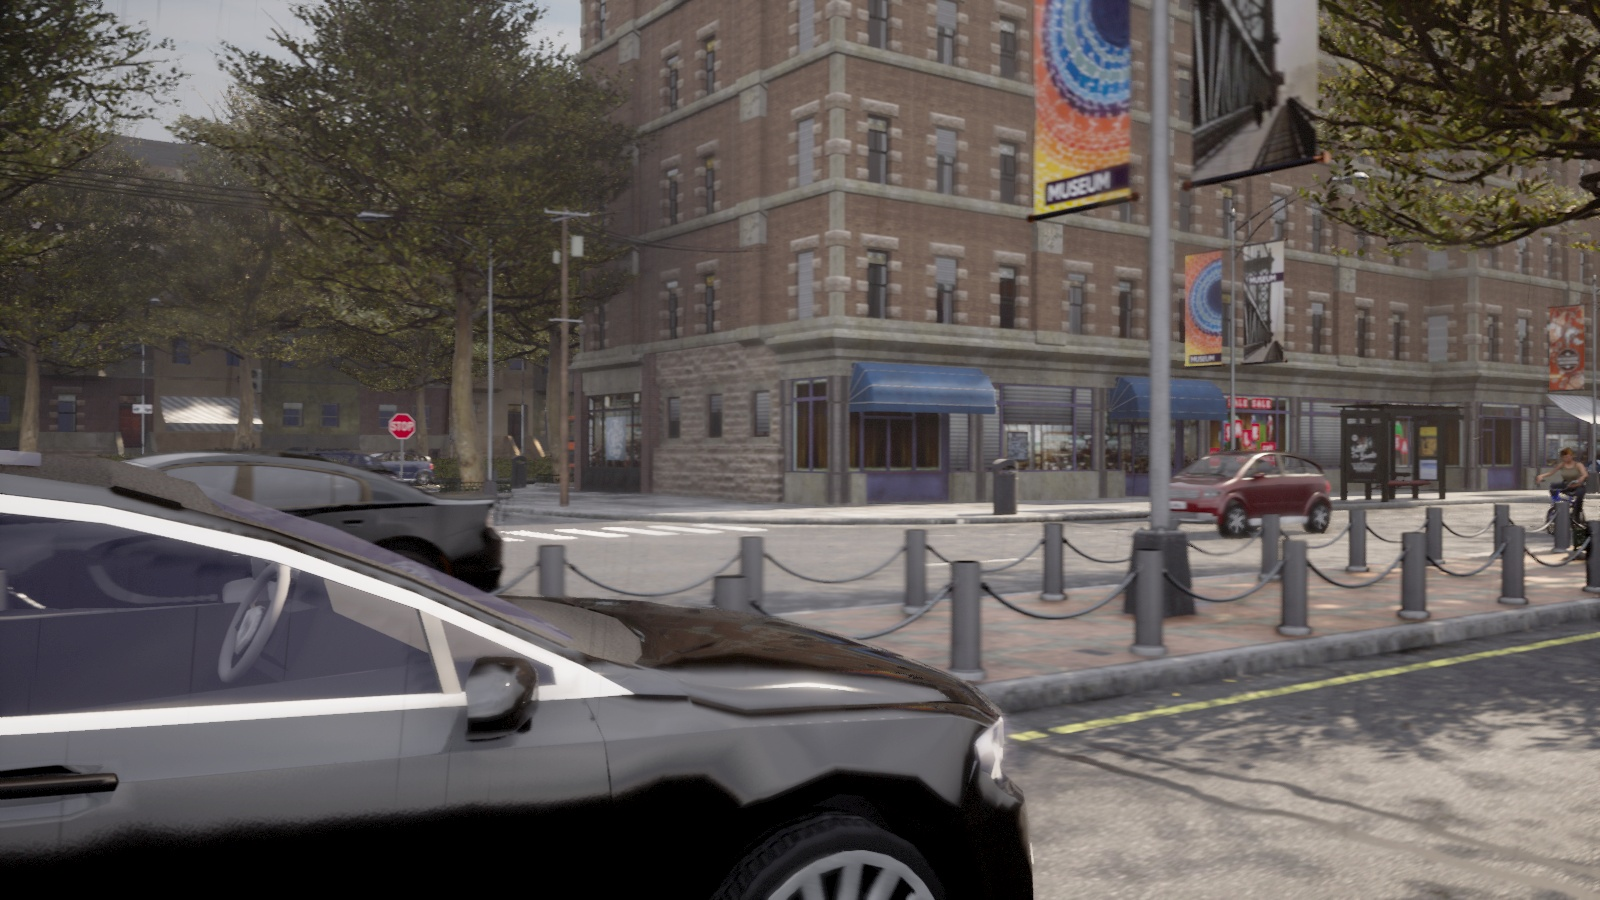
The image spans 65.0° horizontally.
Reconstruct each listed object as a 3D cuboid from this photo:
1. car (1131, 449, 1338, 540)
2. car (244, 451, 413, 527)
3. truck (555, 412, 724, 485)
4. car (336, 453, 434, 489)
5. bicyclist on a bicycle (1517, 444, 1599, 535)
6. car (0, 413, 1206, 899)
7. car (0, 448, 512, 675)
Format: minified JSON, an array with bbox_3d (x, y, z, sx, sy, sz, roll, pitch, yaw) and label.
[{"bbox_3d":[8.096,0.763,23.305,3.705,1.549,1.789,0,0,-35],"label":"car"},{"bbox_3d":[-10.535,0.791,27.827,2.128,1.511,4.902,0,0,-38],"label":"car"},{"bbox_3d":[-7.952,-0.067,62.746,7.936,3.462,2.891,0,0,-35],"label":"truck"},{"bbox_3d":[-18.259,0.900,55.289,3.705,1.549,1.789,0,-1,-40],"label":"car"},{"bbox_3d":[14.058,0.708,23.184,1.509,1.612,0.866,0,0,-35],"label":"bicyclist on a bicycle"},{"bbox_3d":[-1.636,0.711,2.520,4.902,1.511,2.128,0,0,-35],"label":"car"},{"bbox_3d":[-5.020,0.757,9.912,5.008,1.535,1.882,0,0,-35],"label":"car"}]
